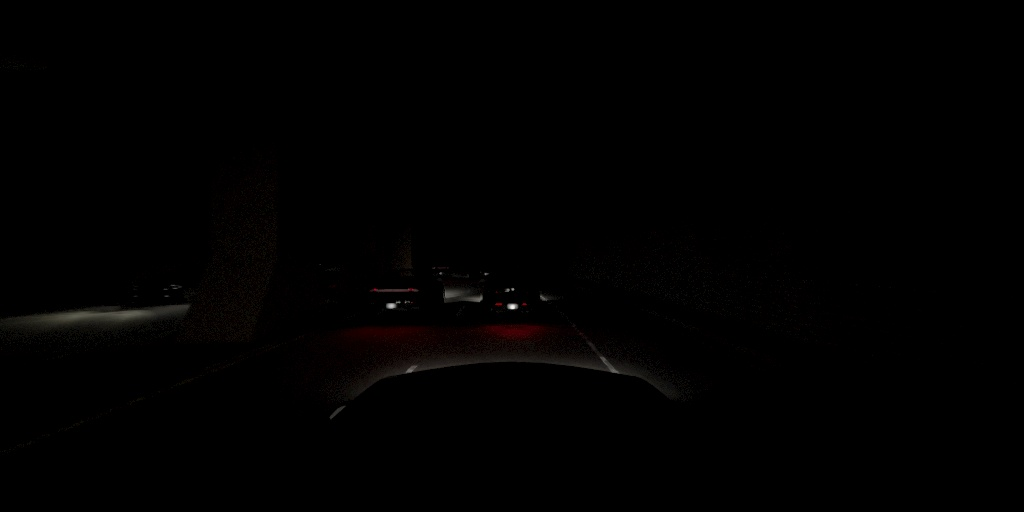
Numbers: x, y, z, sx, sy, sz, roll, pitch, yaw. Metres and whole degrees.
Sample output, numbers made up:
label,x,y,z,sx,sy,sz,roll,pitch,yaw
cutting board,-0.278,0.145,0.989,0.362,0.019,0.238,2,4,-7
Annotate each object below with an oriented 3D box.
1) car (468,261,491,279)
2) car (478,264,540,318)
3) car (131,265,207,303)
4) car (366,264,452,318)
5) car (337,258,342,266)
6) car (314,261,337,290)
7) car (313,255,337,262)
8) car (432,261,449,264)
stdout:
label,x,y,z,sx,sy,sz,roll,pitch,yaw
car,-2.623,1.175,30.867,1.837,1.490,4.892,0,0,-13
car,-0.110,1.224,12.923,1.837,1.490,4.892,0,0,-3
car,-14.589,1.187,16.574,1.882,1.535,5.008,0,0,-6
car,-3.605,1.211,12.754,2.128,1.511,4.902,0,0,-3
car,-27.566,1.088,58.328,4.902,1.511,2.128,0,0,45
car,-11.356,1.207,19.153,1.837,1.490,4.892,0,0,-8
car,-29.457,0.805,55.344,2.150,2.045,5.566,0,0,-44
car,-6.183,1.162,30.770,2.128,1.511,4.902,0,0,-13
